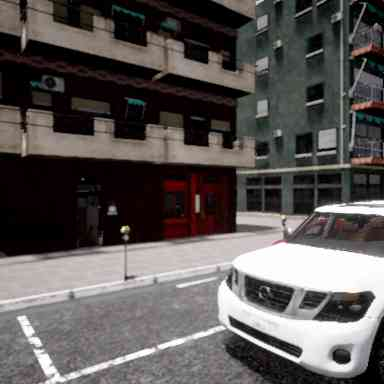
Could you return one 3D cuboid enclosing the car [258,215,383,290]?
[{"bbox_3d":[4.157,1.496,9.521,4.507,1.381,1.887,0,0,-36],"label":"car"}]

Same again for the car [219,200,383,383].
[{"bbox_3d":[3.036,1.190,5.544,5.566,2.045,2.150,0,0,-36],"label":"car"}]
